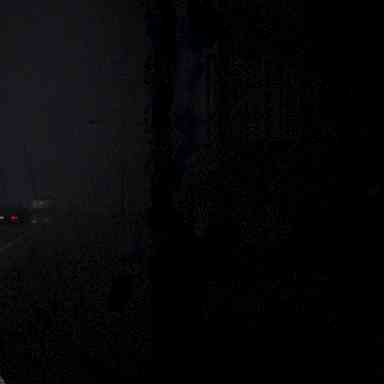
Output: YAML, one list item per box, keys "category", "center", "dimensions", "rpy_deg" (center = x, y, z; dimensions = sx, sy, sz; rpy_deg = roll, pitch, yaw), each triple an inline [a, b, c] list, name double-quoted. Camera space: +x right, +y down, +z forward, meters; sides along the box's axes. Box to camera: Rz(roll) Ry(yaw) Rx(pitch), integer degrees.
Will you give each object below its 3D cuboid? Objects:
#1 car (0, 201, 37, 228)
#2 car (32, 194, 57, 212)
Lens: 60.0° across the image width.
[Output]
- category: "car"
  center: [-11.815, 1.552, 21.795]
  dimensions: [2.033, 1.411, 5.357]
  rpy_deg: [0, 0, -18]
- category: "car"
  center: [-16.782, 1.236, 37.798]
  dimensions: [2.150, 2.045, 5.566]
  rpy_deg: [0, 0, -17]
